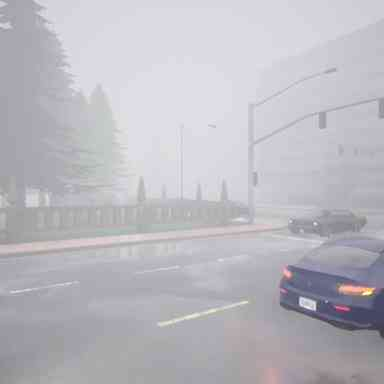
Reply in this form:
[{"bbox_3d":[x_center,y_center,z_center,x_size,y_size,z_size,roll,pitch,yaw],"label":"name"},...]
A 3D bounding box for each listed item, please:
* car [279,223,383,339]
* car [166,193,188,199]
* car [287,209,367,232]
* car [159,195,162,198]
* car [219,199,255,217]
[{"bbox_3d":[3.638,1.526,6.363,4.674,1.442,1.812,0,0,-35],"label":"car"},{"bbox_3d":[-1.290,1.296,39.328,2.097,1.767,4.553,0,0,-26],"label":"car"},{"bbox_3d":[7.221,1.596,17.706,4.718,1.301,1.895,0,0,-35],"label":"car"},{"bbox_3d":[-5.076,1.169,68.221,2.150,2.045,5.566,0,0,12],"label":"car"},{"bbox_3d":[3.735,1.422,30.820,1.882,1.535,5.008,0,0,-32],"label":"car"}]
